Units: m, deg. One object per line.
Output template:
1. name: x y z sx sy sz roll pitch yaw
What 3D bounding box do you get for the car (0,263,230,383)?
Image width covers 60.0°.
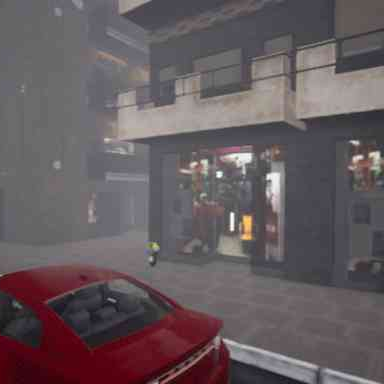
1. car: -1.742 1.562 3.946 4.507 1.381 1.887 0 1 35
